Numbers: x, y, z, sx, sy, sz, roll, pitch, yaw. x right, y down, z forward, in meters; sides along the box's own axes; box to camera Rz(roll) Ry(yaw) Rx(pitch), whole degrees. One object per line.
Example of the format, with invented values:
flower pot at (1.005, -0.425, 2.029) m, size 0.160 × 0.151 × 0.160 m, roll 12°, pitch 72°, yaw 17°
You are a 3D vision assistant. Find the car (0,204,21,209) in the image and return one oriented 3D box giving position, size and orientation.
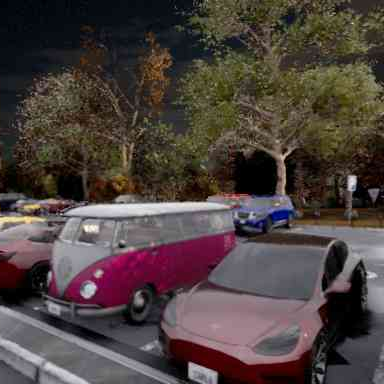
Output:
car at (-7.620, 1.421, 11.913) m, size 2.097 × 1.535 × 5.008 m, roll 0°, pitch 0°, yaw 35°

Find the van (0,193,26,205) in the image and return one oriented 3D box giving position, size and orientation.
van at (-20.556, 1.164, 37.328) m, size 1.878 × 1.987 × 4.442 m, roll 0°, pitch 0°, yaw 36°

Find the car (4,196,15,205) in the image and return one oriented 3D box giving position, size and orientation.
car at (-16.087, 1.434, 33.997) m, size 2.002 × 1.452 × 4.674 m, roll 0°, pitch 0°, yaw 35°

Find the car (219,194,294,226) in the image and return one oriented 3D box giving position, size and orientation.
car at (4.219, 1.191, 19.513) m, size 2.435 × 2.045 × 5.566 m, roll 0°, pitch 0°, yaw 35°

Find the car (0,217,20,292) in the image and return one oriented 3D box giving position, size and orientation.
car at (-3.035, 1.472, 8.692) m, size 2.163 × 1.488 × 4.792 m, roll 0°, pitch 0°, yaw 35°

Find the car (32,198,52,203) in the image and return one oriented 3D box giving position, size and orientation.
car at (-11.550, 1.399, 30.763) m, size 2.097 × 1.535 × 5.008 m, roll 0°, pitch 0°, yaw 35°

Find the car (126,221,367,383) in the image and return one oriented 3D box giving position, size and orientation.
car at (1.499, 1.495, 5.394) m, size 2.163 × 1.488 × 4.792 m, roll 0°, pitch 0°, yaw 35°

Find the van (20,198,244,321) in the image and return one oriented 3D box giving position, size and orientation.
van at (-0.835, 1.228, 6.947) m, size 1.878 × 1.987 × 4.442 m, roll 0°, pitch 0°, yaw 35°

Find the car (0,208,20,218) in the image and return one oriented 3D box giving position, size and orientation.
car at (-5.228, 1.429, 10.445) m, size 1.946 × 1.575 × 5.366 m, roll 0°, pitch 0°, yaw 35°

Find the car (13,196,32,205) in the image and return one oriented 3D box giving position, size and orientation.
car at (-13.925, 1.394, 32.233) m, size 1.946 × 1.575 × 5.366 m, roll 0°, pitch 0°, yaw 35°

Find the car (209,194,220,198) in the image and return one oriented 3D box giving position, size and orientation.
car at (2.050, 1.180, 21.056) m, size 2.435 × 2.045 × 5.566 m, roll 0°, pitch 0°, yaw 35°

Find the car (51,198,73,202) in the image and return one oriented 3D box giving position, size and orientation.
car at (-9.295, 1.431, 29.129) m, size 2.163 × 1.488 × 4.792 m, roll 0°, pitch 0°, yaw 35°

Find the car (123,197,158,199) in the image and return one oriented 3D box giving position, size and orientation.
car at (-2.474, 1.415, 24.304) m, size 2.097 × 1.535 × 5.008 m, roll 0°, pitch 0°, yaw 35°

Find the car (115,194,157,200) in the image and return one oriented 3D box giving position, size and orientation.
car at (-4.758, 1.157, 25.901) m, size 2.435 × 2.045 × 5.566 m, roll 0°, pitch 0°, yaw 35°
